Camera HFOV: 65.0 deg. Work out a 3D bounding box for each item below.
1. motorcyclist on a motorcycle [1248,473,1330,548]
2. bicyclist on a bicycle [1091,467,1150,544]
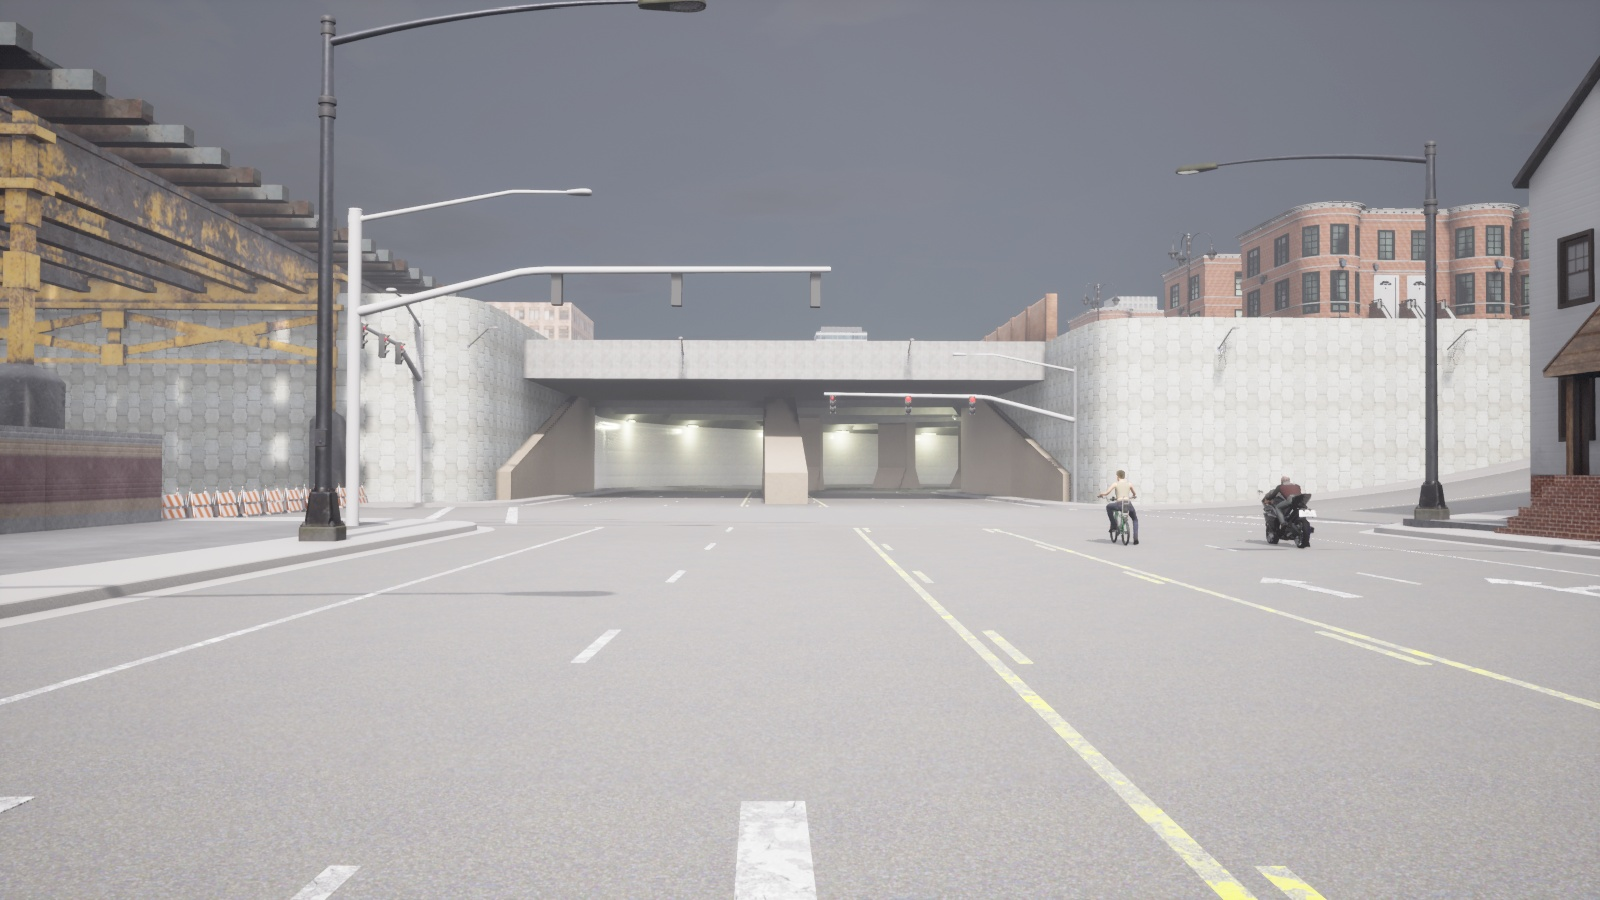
[{"bbox_3d":[10.422,1.258,26.851,0.866,1.530,2.191,0,-1,0],"label":"motorcyclist on a motorcycle"},{"bbox_3d":[6.927,1.179,27.175,0.866,1.612,1.509,0,-1,-1],"label":"bicyclist on a bicycle"}]
